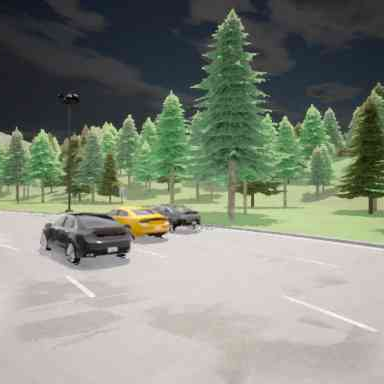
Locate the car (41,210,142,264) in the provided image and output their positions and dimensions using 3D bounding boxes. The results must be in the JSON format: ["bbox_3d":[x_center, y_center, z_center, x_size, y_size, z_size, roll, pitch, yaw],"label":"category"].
[{"bbox_3d":[-3.953,1.505,12.015,1.837,1.490,4.892,1,0,-39],"label":"car"}]

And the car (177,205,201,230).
[{"bbox_3d":[-1.620,1.491,20.075,4.902,1.511,2.128,0,0,44],"label":"car"}]

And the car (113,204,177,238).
[{"bbox_3d":[-3.245,1.477,16.813,1.882,1.535,5.008,0,0,-44],"label":"car"}]
